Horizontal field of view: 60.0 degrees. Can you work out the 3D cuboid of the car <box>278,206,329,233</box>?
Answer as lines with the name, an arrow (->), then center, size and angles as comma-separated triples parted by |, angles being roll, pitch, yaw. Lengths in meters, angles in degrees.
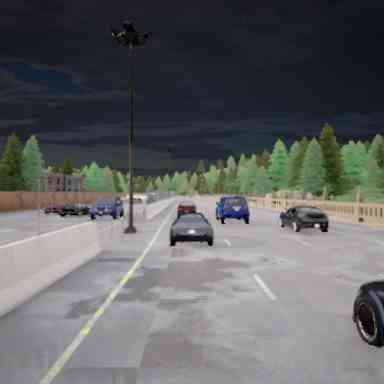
car -> 6.823, 1.626, 20.739 | 1.837, 1.490, 4.892 | 0, 0, -2

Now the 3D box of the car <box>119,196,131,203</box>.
car -> -15.642, 1.803, 77.538 | 1.882, 1.535, 5.008 | 0, 0, -1

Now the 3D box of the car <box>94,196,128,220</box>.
car -> -7.640, 1.397, 30.414 | 2.150, 2.045, 5.566 | 0, -1, -1

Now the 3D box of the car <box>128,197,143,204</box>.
car -> -12.051, 1.915, 73.643 | 2.128, 1.511, 4.902 | 0, 0, -1

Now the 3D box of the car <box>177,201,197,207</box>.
car -> -0.515, 1.671, 33.580 | 1.882, 1.535, 5.008 | 0, 0, -1

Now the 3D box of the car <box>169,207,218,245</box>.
car -> -0.054, 1.657, 16.039 | 1.994, 1.385, 4.181 | 0, 0, -1

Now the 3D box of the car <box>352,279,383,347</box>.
car -> 3.596, 1.587, 3.736 | 1.994, 1.385, 4.181 | 0, 0, 0

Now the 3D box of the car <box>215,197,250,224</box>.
car -> 3.160, 1.376, 26.649 | 2.150, 2.045, 5.566 | 0, 0, -2
